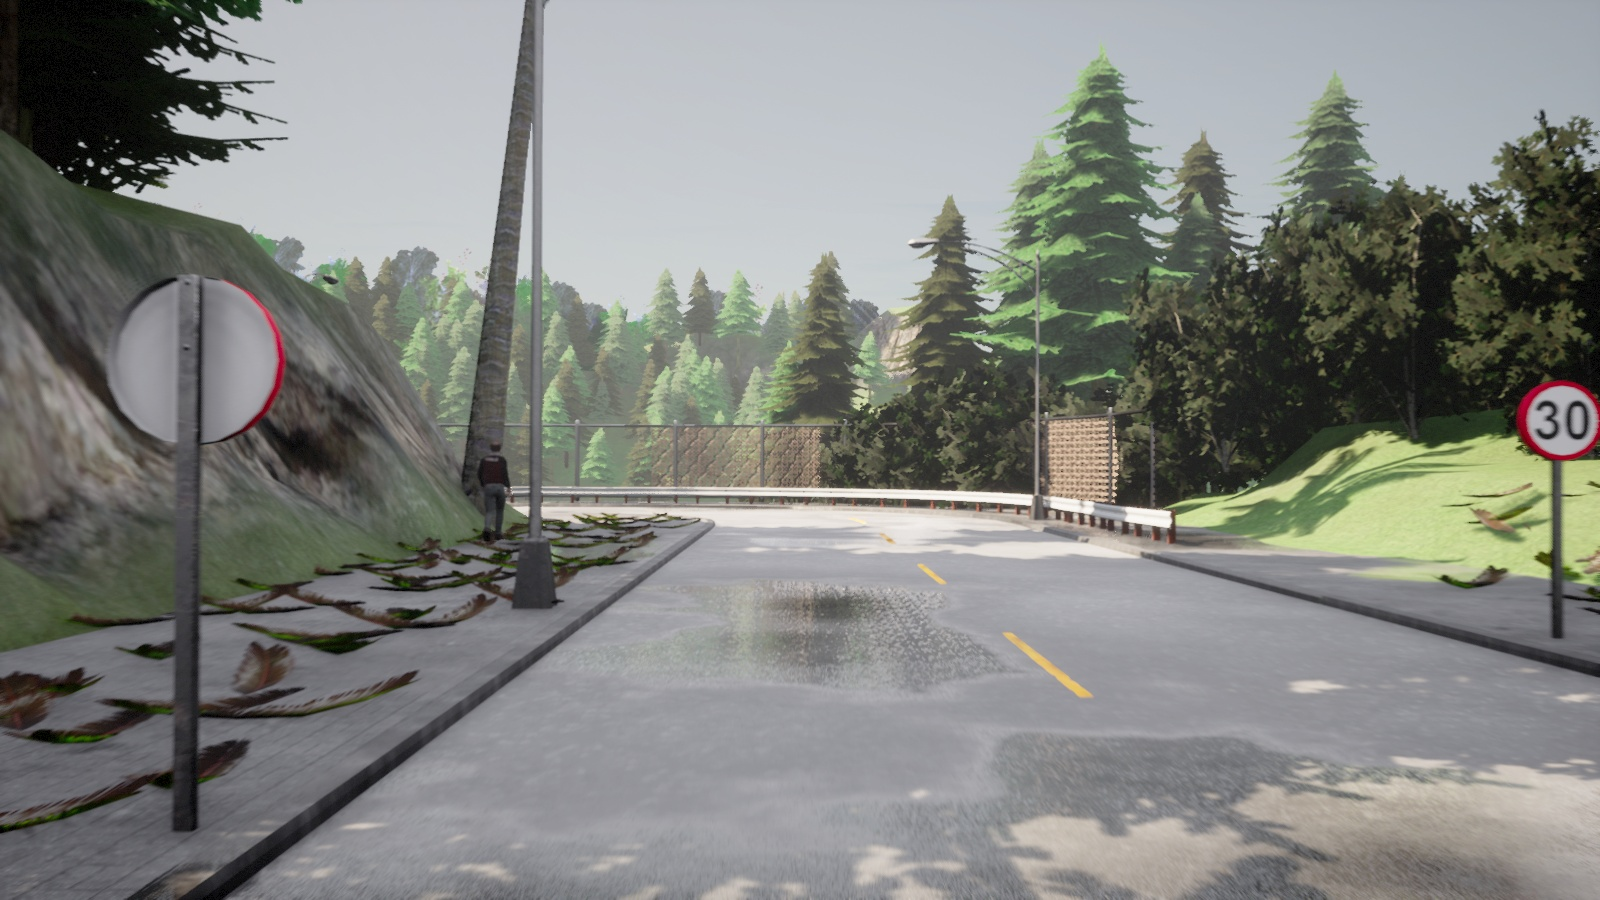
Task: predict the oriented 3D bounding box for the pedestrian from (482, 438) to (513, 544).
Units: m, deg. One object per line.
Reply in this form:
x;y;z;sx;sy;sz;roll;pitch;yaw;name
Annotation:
-5.383;0.728;22.348;0.376;1.854;0.720;0;-1;0;pedestrian
